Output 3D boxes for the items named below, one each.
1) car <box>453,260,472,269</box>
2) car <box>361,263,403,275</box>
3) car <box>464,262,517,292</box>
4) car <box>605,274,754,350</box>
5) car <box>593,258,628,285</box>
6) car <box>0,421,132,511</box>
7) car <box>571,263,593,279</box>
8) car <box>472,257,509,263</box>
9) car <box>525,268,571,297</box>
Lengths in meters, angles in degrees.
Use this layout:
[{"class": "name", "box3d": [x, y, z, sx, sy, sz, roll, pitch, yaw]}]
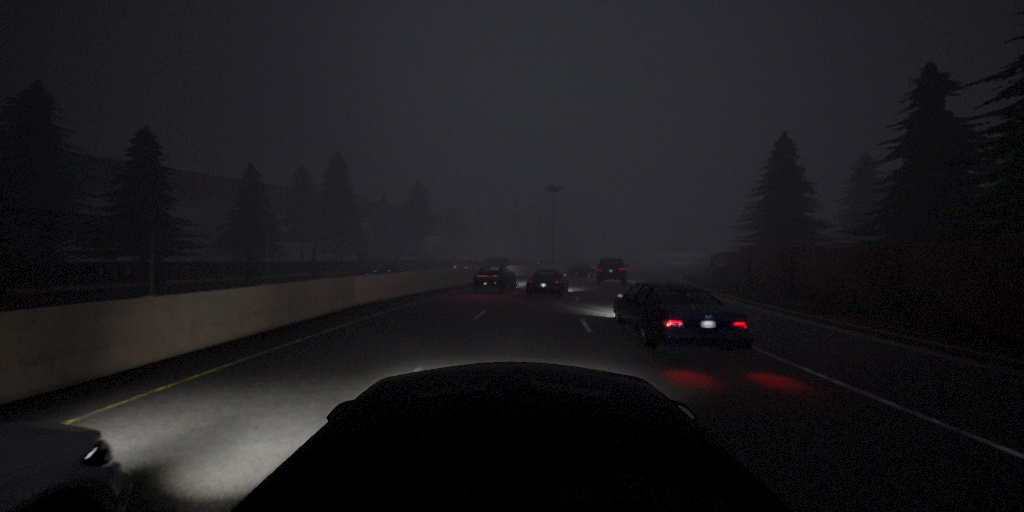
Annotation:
[{"class": "car", "box3d": [-5.206, 1.291, 43.383, 2.097, 1.767, 4.553, 0, 0, 24]}, {"class": "car", "box3d": [-12.314, 1.356, 34.392, 1.812, 1.442, 4.674, 0, 0, 18]}, {"class": "car", "box3d": [-0.964, 1.349, 22.206, 2.128, 1.511, 4.902, 0, 0, 12]}, {"class": "car", "box3d": [3.989, 1.374, 9.358, 2.033, 1.411, 5.357, 0, 0, 6]}, {"class": "car", "box3d": [7.952, 1.189, 28.506, 2.150, 2.045, 5.566, 0, 0, 18]}, {"class": "car", "box3d": [-3.314, 1.240, 0.283, 1.812, 1.442, 4.674, 0, 0, -1]}, {"class": "car", "box3d": [7.214, 1.485, 36.726, 1.882, 1.535, 5.008, 0, 0, 24]}, {"class": "car", "box3d": [-2.085, 1.180, 41.899, 2.150, 2.045, 5.566, 0, 0, 24]}, {"class": "car", "box3d": [1.991, 1.432, 19.809, 1.994, 1.385, 4.181, 0, 0, 12]}]
